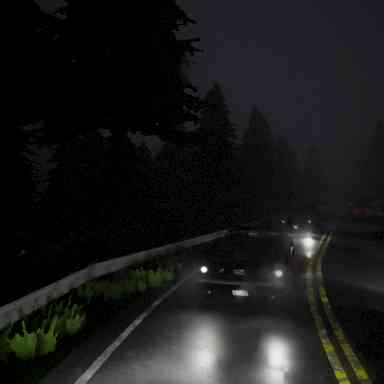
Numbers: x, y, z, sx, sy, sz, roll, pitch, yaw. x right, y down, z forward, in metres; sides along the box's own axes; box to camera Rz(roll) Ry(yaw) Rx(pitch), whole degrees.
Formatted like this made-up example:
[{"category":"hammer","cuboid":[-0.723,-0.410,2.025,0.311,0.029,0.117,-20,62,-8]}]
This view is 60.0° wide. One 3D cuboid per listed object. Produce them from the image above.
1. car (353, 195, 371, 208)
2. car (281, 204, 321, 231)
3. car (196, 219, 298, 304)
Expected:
[{"category":"car","cuboid":[20.616,1.060,40.241,2.128,1.511,4.902,-2,0,28]},{"category":"car","cuboid":[6.663,1.461,20.057,2.033,1.411,5.357,-2,0,26]},{"category":"car","cuboid":[1.584,1.599,8.415,1.895,1.301,4.718,-1,0,18]}]
